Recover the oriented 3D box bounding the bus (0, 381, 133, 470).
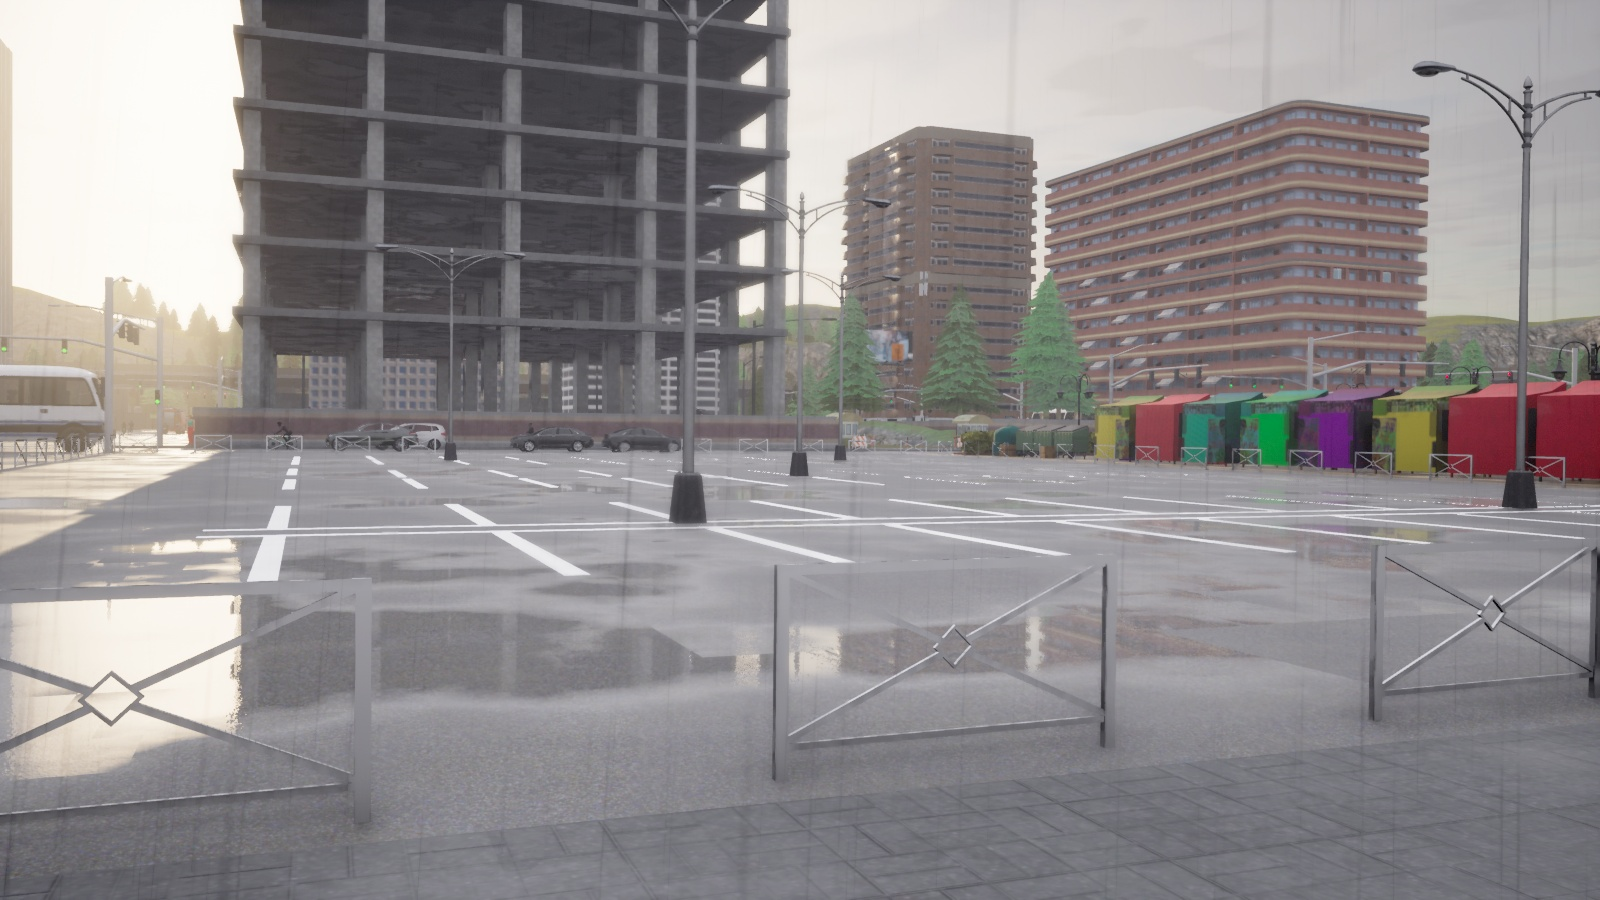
[{"bbox_3d":[-38.706,-1.192,61.492,10.273,4.253,3.944,-1,1,-23],"label":"bus"}]

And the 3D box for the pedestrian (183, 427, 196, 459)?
[{"bbox_3d":[-35.735,-0.416,73.547,0.345,1.836,0.594,0,1,19],"label":"pedestrian"}]

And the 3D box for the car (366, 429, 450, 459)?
[{"bbox_3d":[-23.501,-0.382,75.183,4.611,1.667,2.242,-1,1,-22],"label":"car"}]

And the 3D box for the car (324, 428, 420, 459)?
[{"bbox_3d":[-24.227,-0.374,71.120,5.027,1.651,2.152,-1,1,-22],"label":"car"}]

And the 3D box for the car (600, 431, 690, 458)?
[{"bbox_3d":[-9.039,-0.349,73.427,4.892,1.490,1.837,-1,1,-22],"label":"car"}]

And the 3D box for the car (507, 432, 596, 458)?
[{"bbox_3d":[-14.821,-0.311,74.886,4.892,1.490,1.837,-1,1,-22],"label":"car"}]
